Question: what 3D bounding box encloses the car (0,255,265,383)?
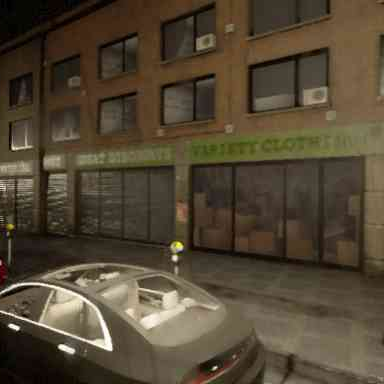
[{"bbox_3d":[-1.330,1.552,4.018,4.403,1.369,2.008,0,1,35],"label":"car"}]
